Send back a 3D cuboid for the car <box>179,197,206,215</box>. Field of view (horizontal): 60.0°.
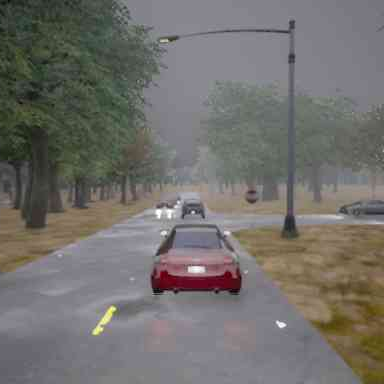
[{"bbox_3d":[0.090,1.324,28.459,1.837,1.490,4.892,0,0,0],"label":"car"}]

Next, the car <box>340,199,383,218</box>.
[{"bbox_3d":[13.943,1.221,26.198,4.181,1.385,1.994,-1,1,2],"label":"car"}]

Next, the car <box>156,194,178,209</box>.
[{"bbox_3d":[-3.094,1.298,39.374,1.994,1.385,4.181,1,0,0],"label":"car"}]

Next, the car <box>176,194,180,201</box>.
[{"bbox_3d":[-3.120,1.164,49.269,1.837,1.490,4.892,0,1,-1],"label":"car"}]

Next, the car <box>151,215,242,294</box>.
[{"bbox_3d":[0.095,1.519,8.695,1.994,1.385,4.181,0,0,0],"label":"car"}]
